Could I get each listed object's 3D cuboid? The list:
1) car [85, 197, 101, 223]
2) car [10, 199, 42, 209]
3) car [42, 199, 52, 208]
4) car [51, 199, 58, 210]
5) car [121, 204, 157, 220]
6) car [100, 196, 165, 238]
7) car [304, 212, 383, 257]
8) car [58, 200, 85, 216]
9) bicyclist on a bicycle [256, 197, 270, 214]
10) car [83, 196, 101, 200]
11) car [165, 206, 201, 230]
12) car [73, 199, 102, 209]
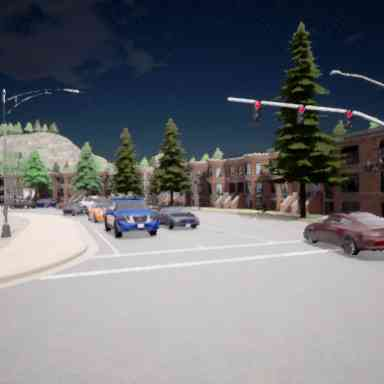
[{"bbox_3d":[-7.371,1.581,28.030,2.097,1.767,4.553,-1,0,-26],"label":"car"},{"bbox_3d":[-28.296,2.147,55.975,4.892,1.490,1.837,-1,0,19],"label":"car"},{"bbox_3d":[-26.206,1.978,58.831,4.553,1.767,2.097,-1,0,21],"label":"car"},{"bbox_3d":[-19.311,2.062,51.690,4.181,1.385,1.994,-1,0,33],"label":"car"},{"bbox_3d":[-5.092,1.812,31.430,1.895,1.301,4.718,-1,0,-28],"label":"car"},{"bbox_3d":[-3.618,1.359,19.147,2.150,2.045,5.566,-1,0,-23],"label":"car"},{"bbox_3d":[6.107,1.500,12.836,1.812,1.442,4.674,0,0,-8],"label":"car"},{"bbox_3d":[-12.619,1.903,36.502,1.994,1.385,4.181,-1,0,-41],"label":"car"},{"bbox_3d":[6.859,1.350,32.216,1.656,1.620,0.582,-1,0,-22],"label":"bicyclist on a bicycle"},{"bbox_3d":[-11.582,1.565,40.752,2.150,2.045,5.566,-1,-1,-43],"label":"car"},{"bbox_3d":[-1.208,1.667,22.660,2.033,1.411,5.357,-1,0,-22],"label":"car"},{"bbox_3d":[-17.193,1.985,54.477,4.892,1.490,1.837,-1,0,33],"label":"car"}]
